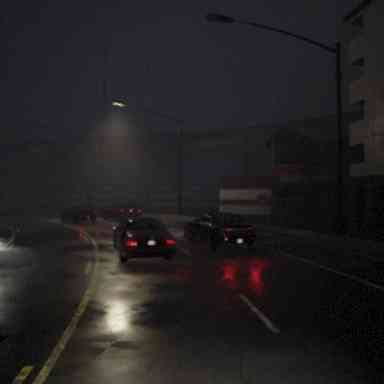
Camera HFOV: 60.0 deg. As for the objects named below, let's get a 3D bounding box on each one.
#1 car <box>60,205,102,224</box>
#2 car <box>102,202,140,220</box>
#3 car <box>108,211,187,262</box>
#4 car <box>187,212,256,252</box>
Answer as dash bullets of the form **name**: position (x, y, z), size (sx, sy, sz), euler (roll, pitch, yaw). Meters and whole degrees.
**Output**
- **car**: position (-9.558, 1.816, 27.958), size (1.812, 1.442, 4.674), euler (0, -1, -38)
- **car**: position (-6.382, 1.653, 29.555), size (2.097, 1.767, 4.553), euler (0, -1, -37)
- **car**: position (-1.991, 1.679, 12.892), size (2.033, 1.411, 5.357), euler (0, -1, -17)
- **car**: position (1.065, 1.638, 14.753), size (2.128, 1.511, 4.902), euler (0, 0, -18)
